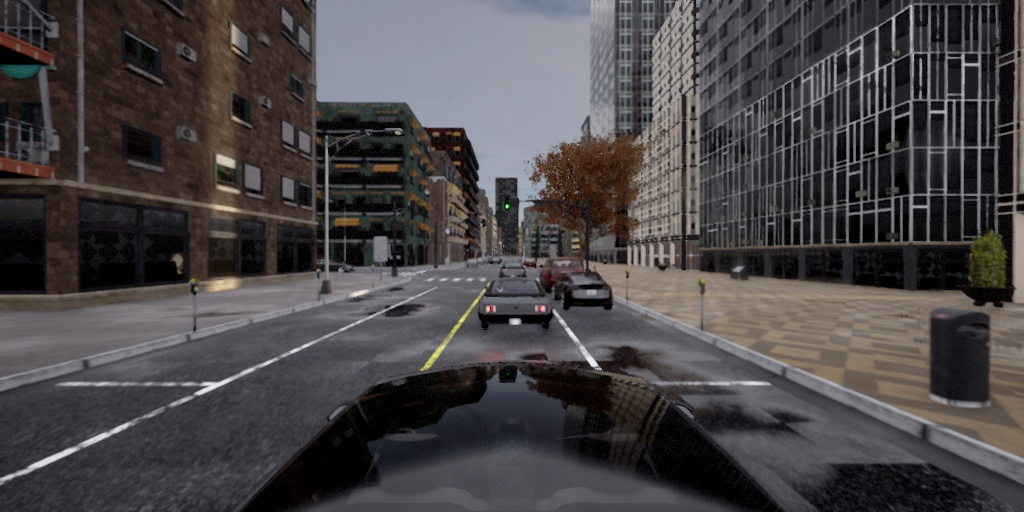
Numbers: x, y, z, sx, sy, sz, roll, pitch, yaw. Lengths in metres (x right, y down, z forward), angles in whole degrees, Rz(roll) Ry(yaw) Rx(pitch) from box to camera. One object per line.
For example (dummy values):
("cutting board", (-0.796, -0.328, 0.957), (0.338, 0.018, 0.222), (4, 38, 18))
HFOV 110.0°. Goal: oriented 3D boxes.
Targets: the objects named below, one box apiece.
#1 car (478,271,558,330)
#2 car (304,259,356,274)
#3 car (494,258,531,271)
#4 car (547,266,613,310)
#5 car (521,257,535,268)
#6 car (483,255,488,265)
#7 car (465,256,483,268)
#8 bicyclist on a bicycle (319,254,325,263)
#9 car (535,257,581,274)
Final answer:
("car", (0.082, 1.303, 10.955), (1.895, 1.301, 4.718), (0, 0, 0))
("car", (-16.498, 0.934, 32.570), (4.403, 1.370, 2.007), (0, 0, -1))
("car", (0.050, 1.116, 26.348), (2.128, 1.511, 4.902), (0, 0, 0))
("car", (2.667, 1.252, 14.117), (1.948, 1.339, 4.313), (0, 0, 0))
("car", (2.587, 1.050, 52.027), (1.888, 1.381, 4.507), (0, 0, 0))
("car", (-5.816, 1.010, 63.075), (2.007, 1.370, 4.403), (0, 0, 0))
("car", (-5.793, 1.056, 52.009), (2.007, 1.370, 4.403), (0, 0, 0))
("bicyclist on a bicycle", (-23.255, 0.546, 43.811), (0.582, 1.620, 1.656), (1, 1, -1))
("car", (2.655, 0.973, 19.640), (2.192, 1.841, 5.009), (0, 0, 0))
